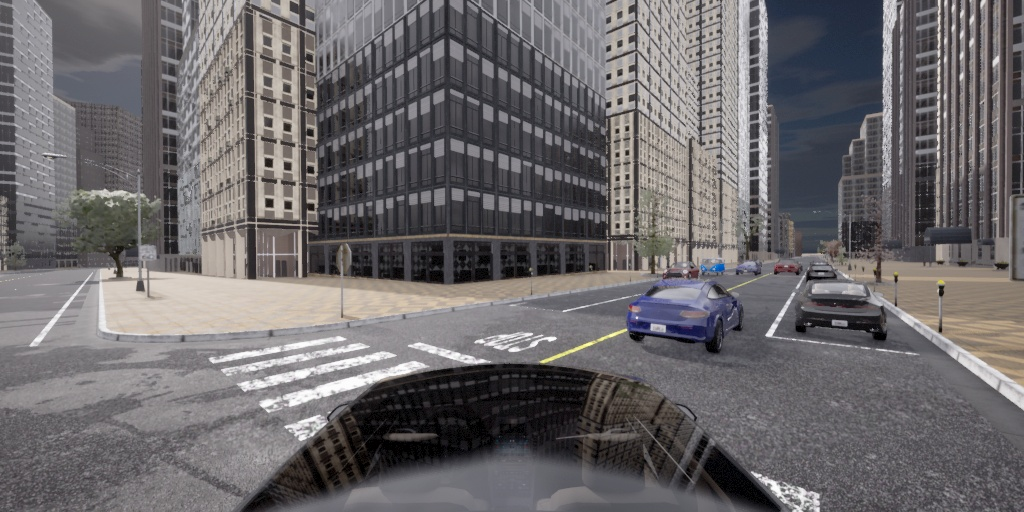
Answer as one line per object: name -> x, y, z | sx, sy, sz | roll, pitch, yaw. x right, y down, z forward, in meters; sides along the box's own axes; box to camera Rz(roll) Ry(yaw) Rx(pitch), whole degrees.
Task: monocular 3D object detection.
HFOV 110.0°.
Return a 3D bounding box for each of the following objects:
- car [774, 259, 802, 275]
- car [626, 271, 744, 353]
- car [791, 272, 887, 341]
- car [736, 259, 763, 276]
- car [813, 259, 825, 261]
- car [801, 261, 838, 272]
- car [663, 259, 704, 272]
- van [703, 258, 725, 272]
car -> 29.233, 1.079, 38.032 | 2.097, 1.767, 4.553 | 0, 0, 41
car -> 4.405, 1.271, 8.909 | 1.812, 1.442, 4.674 | 0, 0, 40
car -> 8.906, 1.300, 9.859 | 2.007, 1.370, 4.403 | 0, 0, 40
car -> 24.914, 1.248, 37.711 | 1.812, 1.442, 4.674 | 0, 0, 40
car -> 34.365, 1.294, 40.056 | 1.948, 1.339, 4.313 | 0, 0, 40
car -> 23.411, 1.305, 27.150 | 1.948, 1.339, 4.313 | 0, 0, 40
car -> 13.376, 1.165, 28.277 | 1.967, 1.591, 4.097 | 0, 0, 40
van -> 20.676, 1.060, 36.880 | 1.690, 1.789, 3.998 | 0, 0, 40
